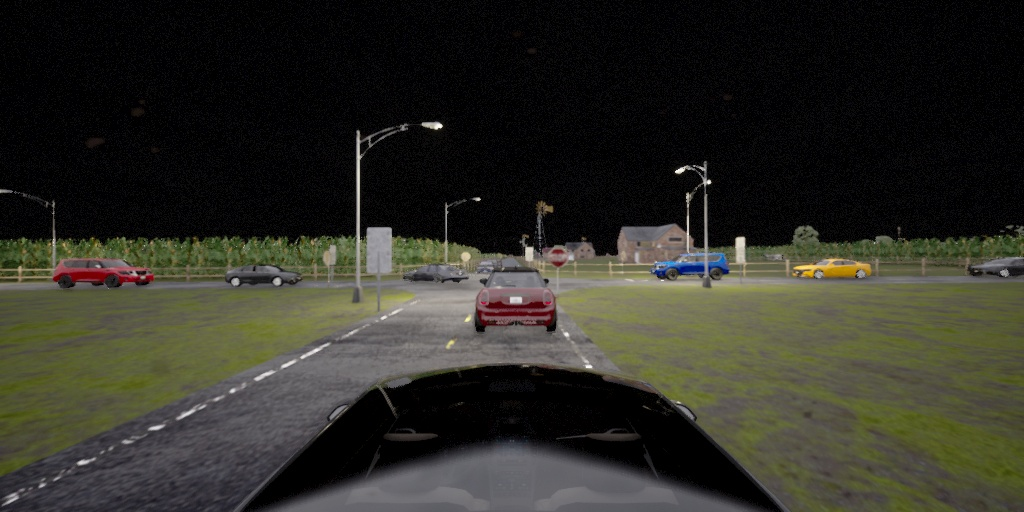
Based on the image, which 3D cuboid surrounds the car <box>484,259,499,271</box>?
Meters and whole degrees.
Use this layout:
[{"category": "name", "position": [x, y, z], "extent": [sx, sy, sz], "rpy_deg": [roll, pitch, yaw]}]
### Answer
[{"category": "car", "position": [-2.835, 1.202, 50.641], "extent": [1.837, 1.490, 4.892], "rpy_deg": [0, 1, 0]}]

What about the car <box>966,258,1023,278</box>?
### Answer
[{"category": "car", "position": [37.660, 0.876, 27.174], "extent": [4.892, 1.490, 1.837], "rpy_deg": [-1, 0, 1]}]

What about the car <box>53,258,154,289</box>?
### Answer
[{"category": "car", "position": [-28.816, 1.182, 25.373], "extent": [5.566, 2.045, 2.150], "rpy_deg": [0, 0, 1]}]

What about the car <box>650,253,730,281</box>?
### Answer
[{"category": "car", "position": [13.644, 0.807, 27.599], "extent": [5.566, 2.045, 2.150], "rpy_deg": [-1, 0, 1]}]

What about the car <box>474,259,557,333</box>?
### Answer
[{"category": "car", "position": [0.087, 1.089, 10.882], "extent": [2.097, 1.767, 4.553], "rpy_deg": [0, 0, 0]}]

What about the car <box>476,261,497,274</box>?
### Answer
[{"category": "car", "position": [-2.847, 1.252, 40.729], "extent": [2.033, 1.411, 5.357], "rpy_deg": [0, 0, 0]}]

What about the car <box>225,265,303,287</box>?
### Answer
[{"category": "car", "position": [-17.333, 1.363, 25.182], "extent": [4.892, 1.490, 1.837], "rpy_deg": [-1, 0, 1]}]

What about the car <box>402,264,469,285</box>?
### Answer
[{"category": "car", "position": [-5.641, 1.280, 26.154], "extent": [5.357, 1.411, 2.033], "rpy_deg": [-1, 0, 35]}]

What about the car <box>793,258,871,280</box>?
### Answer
[{"category": "car", "position": [24.341, 0.967, 27.416], "extent": [5.008, 1.535, 1.882], "rpy_deg": [-1, 0, 1]}]
